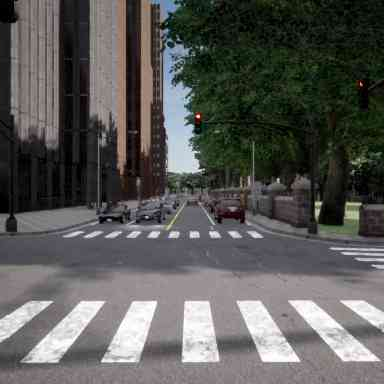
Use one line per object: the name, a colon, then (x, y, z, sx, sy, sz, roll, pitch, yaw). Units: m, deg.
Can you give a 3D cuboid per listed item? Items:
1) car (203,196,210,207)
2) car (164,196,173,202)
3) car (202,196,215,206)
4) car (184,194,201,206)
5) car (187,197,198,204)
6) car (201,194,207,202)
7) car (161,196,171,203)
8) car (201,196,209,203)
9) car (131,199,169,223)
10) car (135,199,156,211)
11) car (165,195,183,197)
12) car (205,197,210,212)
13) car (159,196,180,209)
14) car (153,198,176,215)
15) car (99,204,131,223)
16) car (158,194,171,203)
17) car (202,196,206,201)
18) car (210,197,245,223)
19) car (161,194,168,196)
car: (2.807, 1.579, 41.617, 2.008, 1.369, 4.403, 0, 0, 0)
car: (-5.678, 1.620, 79.818, 1.887, 1.381, 4.507, 0, 0, 0)
car: (2.825, 1.487, 57.987, 1.967, 1.590, 4.097, 0, 0, 0)
car: (0.115, 1.536, 55.806, 2.128, 1.511, 4.902, 0, 0, 1)
car: (0.070, 1.620, 65.786, 1.994, 1.385, 4.181, 0, 0, 0)
car: (2.819, 1.481, 52.530, 1.967, 1.590, 4.097, 0, 0, 0)
car: (-5.683, 1.612, 74.361, 1.887, 1.381, 4.507, 0, 0, 0)
car: (2.842, 1.593, 74.526, 1.752, 1.417, 4.829, 0, 0, 0)
car: (-3.079, 1.516, 25.520, 1.837, 1.490, 4.892, 0, 0, 1)
car: (-5.718, 1.579, 41.618, 2.008, 1.369, 4.403, 0, 0, 0)
car: (-2.997, 1.590, 54.120, 2.033, 1.411, 5.357, 0, 0, 0)
car: (2.802, 1.588, 36.161, 1.947, 1.339, 4.313, 0, 0, 0)
car: (-3.045, 1.595, 43.976, 1.994, 1.385, 4.181, 0, 0, 0)
car: (-3.062, 1.622, 34.826, 1.895, 1.301, 4.718, 0, 0, 0)
car: (-5.735, 1.576, 25.248, 1.947, 1.339, 4.313, 0, 0, 0)
car: (-5.689, 1.375, 68.904, 2.192, 1.841, 5.009, 0, 0, 0)
car: (2.813, 1.585, 47.074, 2.008, 1.369, 4.403, 0, 0, 0)
car: (2.790, 1.326, 25.248, 2.192, 1.841, 5.009, 0, 0, 0)
car: (-5.695, 1.635, 63.447, 1.802, 1.307, 4.206, 0, 0, 0)
